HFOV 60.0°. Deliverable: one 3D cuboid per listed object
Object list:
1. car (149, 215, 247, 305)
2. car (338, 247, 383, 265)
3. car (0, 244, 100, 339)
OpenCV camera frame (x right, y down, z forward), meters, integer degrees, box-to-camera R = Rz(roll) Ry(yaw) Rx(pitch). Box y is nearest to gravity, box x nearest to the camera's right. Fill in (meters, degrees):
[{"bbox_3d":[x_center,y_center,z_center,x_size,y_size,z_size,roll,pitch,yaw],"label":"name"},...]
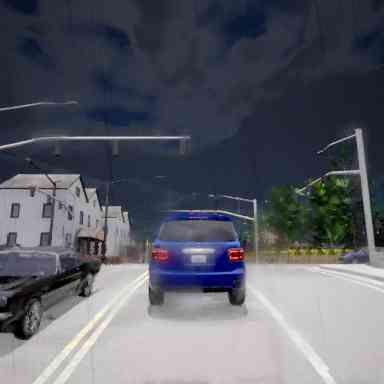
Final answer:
[{"bbox_3d":[0.077,1.761,9.304,2.150,2.045,5.566,0,-7,-1],"label":"car"},{"bbox_3d":[15.423,5.659,29.609,4.553,1.767,2.097,0,-12,1],"label":"car"},{"bbox_3d":[-3.537,1.902,7.140,1.895,1.301,4.718,0,-5,1],"label":"car"}]
